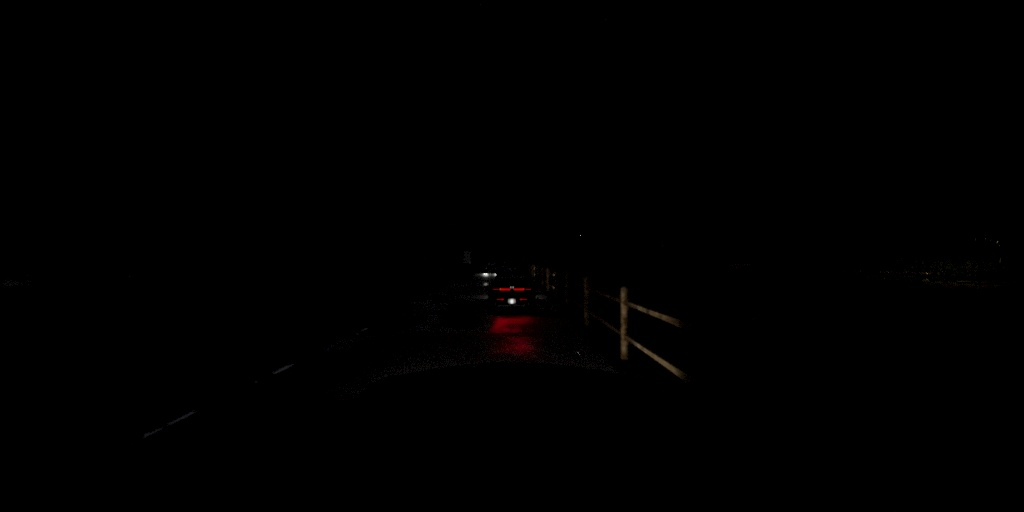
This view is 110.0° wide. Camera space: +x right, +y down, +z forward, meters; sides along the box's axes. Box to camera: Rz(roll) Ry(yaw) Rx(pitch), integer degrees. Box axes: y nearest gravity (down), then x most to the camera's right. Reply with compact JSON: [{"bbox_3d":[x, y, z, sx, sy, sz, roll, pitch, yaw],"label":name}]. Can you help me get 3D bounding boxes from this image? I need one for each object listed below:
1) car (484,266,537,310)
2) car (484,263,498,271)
[{"bbox_3d":[0.010,1.379,15.352,1.837,1.490,4.892,0,0,0],"label":"car"},{"bbox_3d":[-2.808,1.658,50.004,1.812,1.442,4.674,0,-1,0],"label":"car"}]
